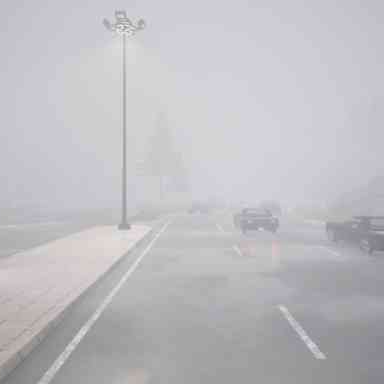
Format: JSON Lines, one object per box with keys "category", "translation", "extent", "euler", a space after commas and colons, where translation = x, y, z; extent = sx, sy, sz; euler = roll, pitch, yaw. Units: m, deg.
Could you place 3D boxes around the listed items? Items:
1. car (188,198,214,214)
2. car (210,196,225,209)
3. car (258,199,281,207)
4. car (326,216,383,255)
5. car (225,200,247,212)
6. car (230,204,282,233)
{"category": "car", "translation": [0.868, 1.601, 34.393], "extent": [1.895, 1.301, 4.718], "euler": [0, 0, 9]}
{"category": "car", "translation": [3.290, 1.352, 44.403], "extent": [2.097, 1.767, 4.553], "euler": [0, 0, 16]}
{"category": "car", "translation": [7.696, 1.477, 33.183], "extent": [1.882, 1.535, 5.008], "euler": [0, 0, 7]}
{"category": "car", "translation": [7.096, 1.601, 13.269], "extent": [1.895, 1.301, 4.718], "euler": [0, 0, 0]}
{"category": "car", "translation": [5.374, 1.601, 38.886], "extent": [1.895, 1.301, 4.718], "euler": [0, 0, 14]}
{"category": "car", "translation": [3.598, 1.601, 19.505], "extent": [1.895, 1.301, 4.718], "euler": [0, 0, 0]}
